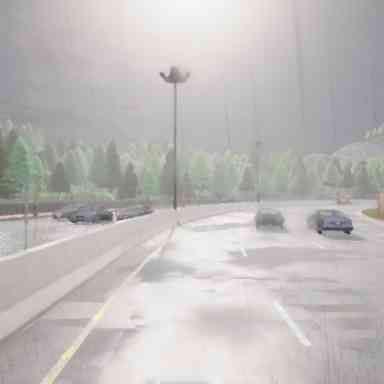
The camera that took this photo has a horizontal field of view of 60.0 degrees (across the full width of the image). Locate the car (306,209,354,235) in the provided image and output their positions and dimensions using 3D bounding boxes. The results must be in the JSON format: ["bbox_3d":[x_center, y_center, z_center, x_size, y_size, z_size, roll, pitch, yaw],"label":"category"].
[{"bbox_3d":[8.483,1.791,20.839,2.033,1.411,5.357,0,-1,10],"label":"car"}]

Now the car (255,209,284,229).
[{"bbox_3d":[5.556,1.883,24.083,1.895,1.301,4.718,0,-1,11],"label":"car"}]

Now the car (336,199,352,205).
[{"bbox_3d":[38.434,2.456,83.886,5.008,1.535,1.882,0,-1,-36],"label":"car"}]

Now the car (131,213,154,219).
[{"bbox_3d":[-4.593,1.829,27.554,1.837,1.490,4.892,-1,-1,13],"label":"car"}]
